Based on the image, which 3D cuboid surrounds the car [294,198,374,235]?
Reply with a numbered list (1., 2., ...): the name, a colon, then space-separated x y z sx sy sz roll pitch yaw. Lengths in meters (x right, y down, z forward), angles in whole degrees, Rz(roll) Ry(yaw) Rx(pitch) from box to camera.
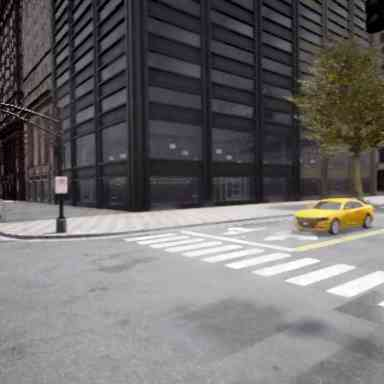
1. car: 6.990 1.073 16.265 5.008 1.535 1.882 -2 1 -38
